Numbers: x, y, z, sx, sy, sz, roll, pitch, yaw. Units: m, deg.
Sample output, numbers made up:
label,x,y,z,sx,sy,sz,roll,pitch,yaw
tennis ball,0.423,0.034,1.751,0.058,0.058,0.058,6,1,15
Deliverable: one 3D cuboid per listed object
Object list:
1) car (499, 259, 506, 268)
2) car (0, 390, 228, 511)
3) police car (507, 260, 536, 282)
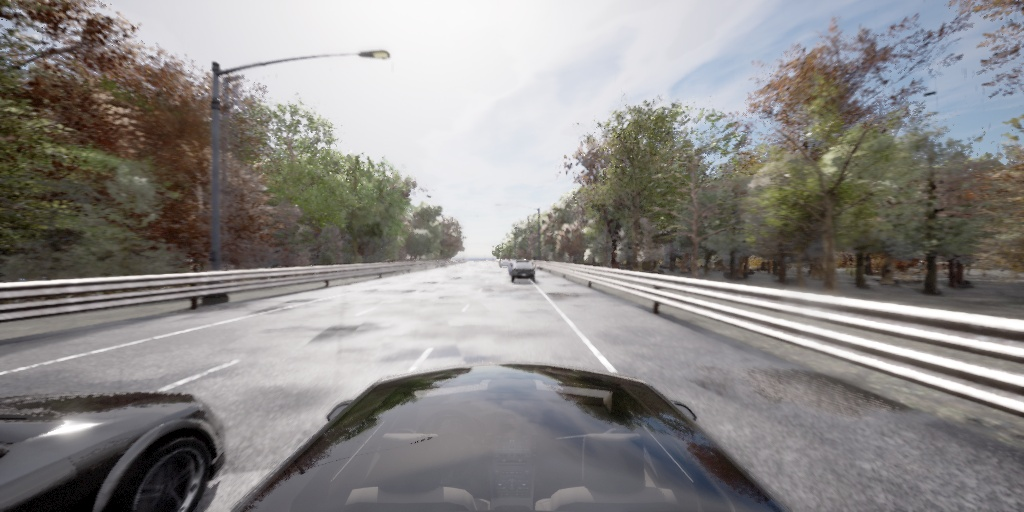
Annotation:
label,x,y,z,sx,sy,sz,roll,pitch,yaw
car,-1.219,1.420,64.572,1.812,1.442,4.674,0,0,-2
car,-3.407,1.320,1.301,1.994,1.385,4.181,0,0,0
police car,0.833,1.203,28.991,1.930,1.638,5.238,0,0,-1
